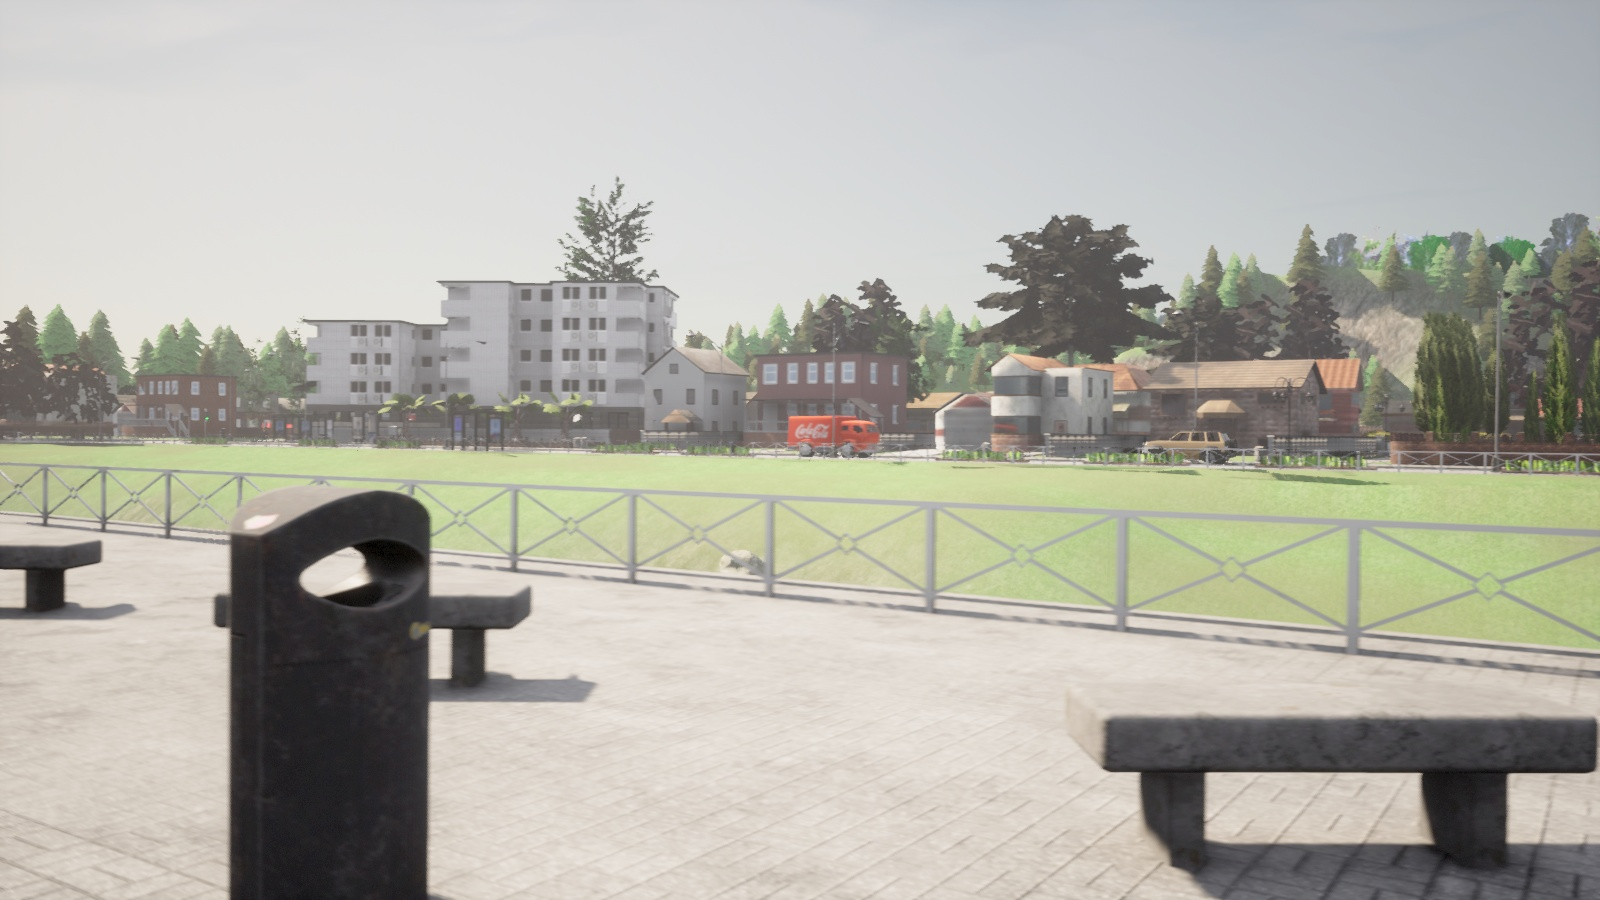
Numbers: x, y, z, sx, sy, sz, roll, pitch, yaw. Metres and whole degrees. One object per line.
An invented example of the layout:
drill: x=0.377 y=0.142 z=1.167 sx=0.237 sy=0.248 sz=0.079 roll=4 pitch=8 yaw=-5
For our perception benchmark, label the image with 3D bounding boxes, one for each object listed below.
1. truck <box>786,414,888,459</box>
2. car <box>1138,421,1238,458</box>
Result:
truck: x=2.107 y=-0.758 z=72.071 sx=5.204 sy=2.467 sz=2.627 roll=0 pitch=1 yaw=34
car: x=20.052 y=-0.520 z=64.951 sx=4.605 sy=1.855 sz=1.932 roll=0 pitch=1 yaw=34
